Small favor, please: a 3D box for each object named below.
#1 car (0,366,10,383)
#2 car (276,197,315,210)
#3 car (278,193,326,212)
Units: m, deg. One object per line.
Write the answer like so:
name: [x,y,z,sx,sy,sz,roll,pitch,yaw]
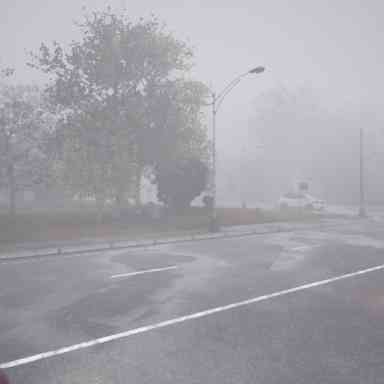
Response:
car: [-3.335,1.526,1.306,4.674,1.442,1.812,0,0,-36]
car: [13.224,1.408,42.765,1.812,1.442,4.674,0,0,-37]
car: [12.446,1.113,38.050,2.150,2.045,5.566,0,1,-38]
